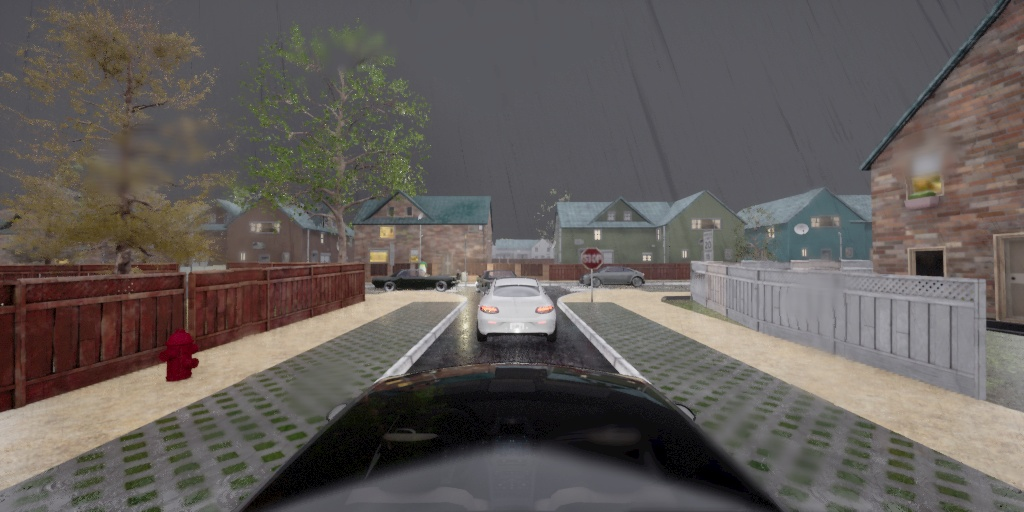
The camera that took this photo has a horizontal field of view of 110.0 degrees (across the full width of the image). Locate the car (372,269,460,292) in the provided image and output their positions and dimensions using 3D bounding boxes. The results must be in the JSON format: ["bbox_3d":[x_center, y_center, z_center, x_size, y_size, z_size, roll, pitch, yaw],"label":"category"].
[{"bbox_3d":[-5.475,1.417,20.891,4.718,1.301,1.895,-1,-1,1],"label":"car"}]

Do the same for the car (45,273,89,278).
[{"bbox_3d":[-25.600,1.633,21.168,4.718,1.301,1.895,-1,-1,1],"label":"car"}]

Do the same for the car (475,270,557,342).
[{"bbox_3d":[0.106,1.280,9.685,1.812,1.442,4.674,0,0,0],"label":"car"}]

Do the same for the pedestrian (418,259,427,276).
[{"bbox_3d":[-6.691,1.119,26.777,0.375,1.860,0.375,0,-1,1],"label":"pedestrian"}]

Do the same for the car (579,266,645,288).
[{"bbox_3d":[6.547,1.344,23.677,4.181,1.385,1.994,0,-1,1],"label":"car"}]

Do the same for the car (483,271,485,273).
[{"bbox_3d":[-0.750,1.366,18.504,1.895,1.301,4.718,0,-1,-12],"label":"car"}]
